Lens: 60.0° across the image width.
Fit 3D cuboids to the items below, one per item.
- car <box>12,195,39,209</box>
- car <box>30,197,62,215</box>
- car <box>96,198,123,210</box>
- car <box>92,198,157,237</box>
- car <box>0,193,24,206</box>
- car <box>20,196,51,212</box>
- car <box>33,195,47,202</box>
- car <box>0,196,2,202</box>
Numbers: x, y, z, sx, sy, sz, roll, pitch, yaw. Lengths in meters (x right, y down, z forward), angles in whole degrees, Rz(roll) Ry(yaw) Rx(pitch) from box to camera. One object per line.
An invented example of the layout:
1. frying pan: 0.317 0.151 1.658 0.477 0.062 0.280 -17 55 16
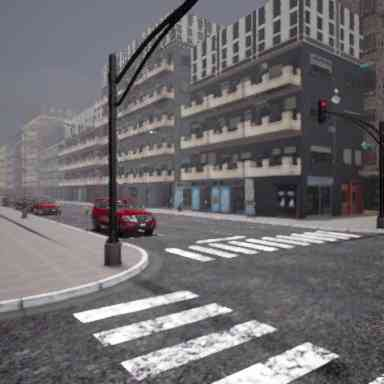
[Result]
1. car: -20.439 1.424 40.997 1.947 1.339 4.313 0 0 -36
2. car: -13.797 1.432 31.817 1.887 1.381 4.507 0 0 -36
3. car: -10.328 1.437 41.320 1.802 1.307 4.206 0 0 -36
4. car: -3.834 1.251 18.049 2.192 1.841 5.009 0 0 -36
5. car: -27.079 1.150 50.173 2.192 1.841 5.009 0 0 -36
6. car: -17.118 1.439 36.406 1.947 1.339 4.313 0 0 -36
7. car: -33.572 1.353 73.442 2.008 1.369 4.403 0 0 -36
8. car: -40.362 1.401 68.530 1.802 1.307 4.206 0 0 -36
